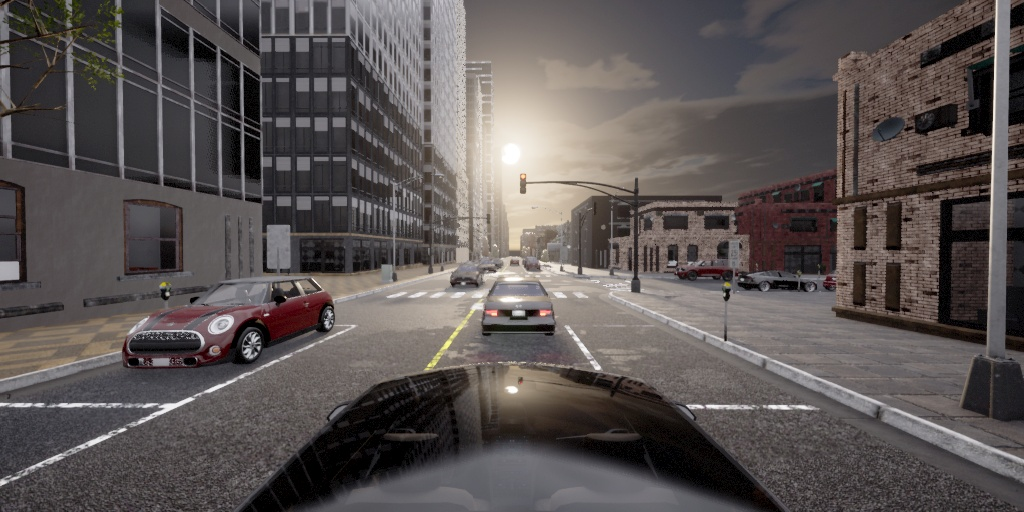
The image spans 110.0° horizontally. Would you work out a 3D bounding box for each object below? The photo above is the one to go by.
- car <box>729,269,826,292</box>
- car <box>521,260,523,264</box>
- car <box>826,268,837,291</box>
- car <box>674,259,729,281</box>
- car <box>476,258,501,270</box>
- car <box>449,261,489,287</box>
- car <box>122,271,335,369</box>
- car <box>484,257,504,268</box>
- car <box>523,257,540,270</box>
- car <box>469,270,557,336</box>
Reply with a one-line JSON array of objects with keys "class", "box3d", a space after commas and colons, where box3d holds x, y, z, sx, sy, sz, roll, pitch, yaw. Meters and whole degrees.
[{"class": "car", "box3d": [16.550, 1.546, 22.512, 4.313, 1.339, 1.948, 0, 0, 1]}, {"class": "car", "box3d": [3.099, 1.051, 62.553, 2.192, 1.841, 5.009, 0, 0, 0]}, {"class": "car", "box3d": [22.097, 1.473, 22.403, 4.097, 1.591, 1.967, 0, 0, 1]}, {"class": "car", "box3d": [16.713, 1.164, 30.889, 5.009, 1.841, 2.192, 0, 0, 1]}, {"class": "car", "box3d": [-2.820, 1.287, 43.198, 2.033, 1.411, 5.357, 0, 0, 0]}, {"class": "car", "box3d": [-2.950, 1.291, 24.517, 2.033, 1.411, 5.357, 0, 0, 0]}, {"class": "car", "box3d": [-5.654, 1.188, 7.786, 1.967, 1.591, 4.097, 0, 0, 0]}, {"class": "car", "box3d": [-2.721, 1.092, 56.082, 2.097, 1.767, 4.553, 0, 0, 1]}, {"class": "car", "box3d": [3.023, 1.178, 51.265, 1.967, 1.591, 4.097, 0, 0, 0]}, {"class": "car", "box3d": [0.158, 1.295, 10.350, 2.033, 1.411, 5.357, 0, 0, 0]}]
